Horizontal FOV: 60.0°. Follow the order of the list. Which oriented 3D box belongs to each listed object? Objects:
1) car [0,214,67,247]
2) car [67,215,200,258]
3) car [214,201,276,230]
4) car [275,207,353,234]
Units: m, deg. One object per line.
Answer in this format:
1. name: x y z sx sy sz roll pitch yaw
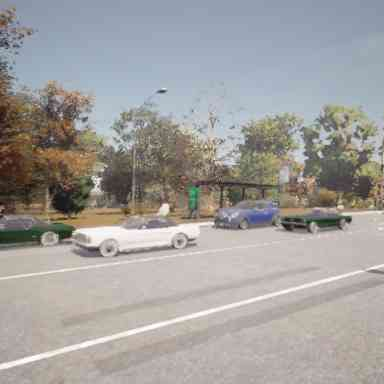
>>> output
1. car: -7.407 1.602 13.440 4.718 1.301 1.895 0 0 -35
2. car: -2.079 1.604 12.937 4.718 1.301 1.895 0 0 -35
3. car: 3.612 1.361 21.269 4.553 1.767 2.097 0 0 -35
4. car: 7.356 1.612 19.623 4.718 1.301 1.895 0 0 -35
